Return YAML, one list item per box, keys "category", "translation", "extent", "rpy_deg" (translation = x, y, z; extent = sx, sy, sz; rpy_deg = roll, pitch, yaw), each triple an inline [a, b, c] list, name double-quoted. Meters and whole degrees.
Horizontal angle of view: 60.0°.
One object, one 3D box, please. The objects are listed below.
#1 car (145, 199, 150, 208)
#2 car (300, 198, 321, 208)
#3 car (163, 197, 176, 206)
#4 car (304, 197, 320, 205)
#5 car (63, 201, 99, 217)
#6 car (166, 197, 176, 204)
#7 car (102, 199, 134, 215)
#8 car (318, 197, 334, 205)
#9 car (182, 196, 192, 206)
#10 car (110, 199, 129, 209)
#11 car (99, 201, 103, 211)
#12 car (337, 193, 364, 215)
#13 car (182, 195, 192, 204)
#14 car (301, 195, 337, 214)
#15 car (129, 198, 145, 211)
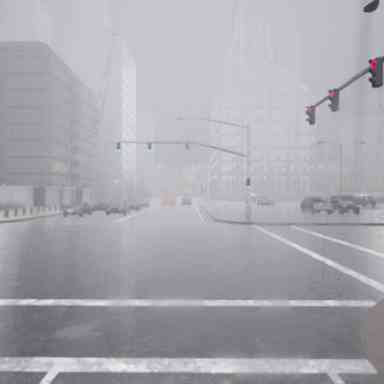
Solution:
- category: "car"
  translation: [-8.103, 1.824, 54.908]
  extent: [2.128, 1.511, 4.902]
  rpy_deg: [0, 0, 0]
- category: "car"
  translation: [18.709, 1.716, 52.766]
  extent: [1.970, 1.475, 3.806]
  rpy_deg: [0, 0, 0]
- category: "car"
  translation: [-4.472, 1.742, 64.359]
  extent: [2.097, 1.767, 4.553]
  rpy_deg: [0, 0, 0]
- category: "car"
  translation: [24.438, 1.808, 67.882]
  extent: [1.970, 1.475, 3.806]
  rpy_deg: [0, 0, 0]
- category: "car"
  translation: [-11.485, 1.696, 33.727]
  extent: [2.128, 1.511, 4.902]
  rpy_deg: [0, 0, 0]
- category: "car"
  translation: [-4.627, 1.950, 74.089]
  extent: [1.837, 1.490, 4.892]
  rpy_deg: [0, 0, 0]
- category: "car"
  translation: [-8.001, 1.785, 36.321]
  extent: [1.994, 1.385, 4.181]
  rpy_deg: [0, 0, 0]
- category: "car"
  translation: [27.333, 1.776, 67.889]
  extent: [1.784, 1.438, 3.905]
  rpy_deg: [0, 0, 0]
- category: "car"
  translation: [-1.078, 1.997, 65.256]
  extent: [1.895, 1.301, 4.718]
  rpy_deg: [0, 0, 0]
- category: "car"
  translation: [-11.599, 1.872, 53.533]
  extent: [2.033, 1.411, 5.357]
  rpy_deg: [0, 0, 0]
- category: "car"
  translation: [-11.542, 1.862, 42.993]
  extent: [1.895, 1.301, 4.718]
  rpy_deg: [0, 0, 0]
- category: "car"
  translation: [16.049, 1.371, 35.293]
  extent: [1.905, 1.878, 3.866]
  rpy_deg: [0, 0, 0]
- category: "car"
  translation: [-1.132, 1.630, 73.987]
  extent: [2.097, 1.767, 4.553]
  rpy_deg: [0, 0, 0]
- category: "car"
  translation: [13.154, 1.368, 35.340]
  extent: [1.932, 1.855, 4.605]
  rpy_deg: [0, 0, 0]
- category: "car"
  translation: [-8.053, 1.625, 45.025]
  extent: [2.097, 1.767, 4.553]
  rpy_deg: [0, 0, 0]
